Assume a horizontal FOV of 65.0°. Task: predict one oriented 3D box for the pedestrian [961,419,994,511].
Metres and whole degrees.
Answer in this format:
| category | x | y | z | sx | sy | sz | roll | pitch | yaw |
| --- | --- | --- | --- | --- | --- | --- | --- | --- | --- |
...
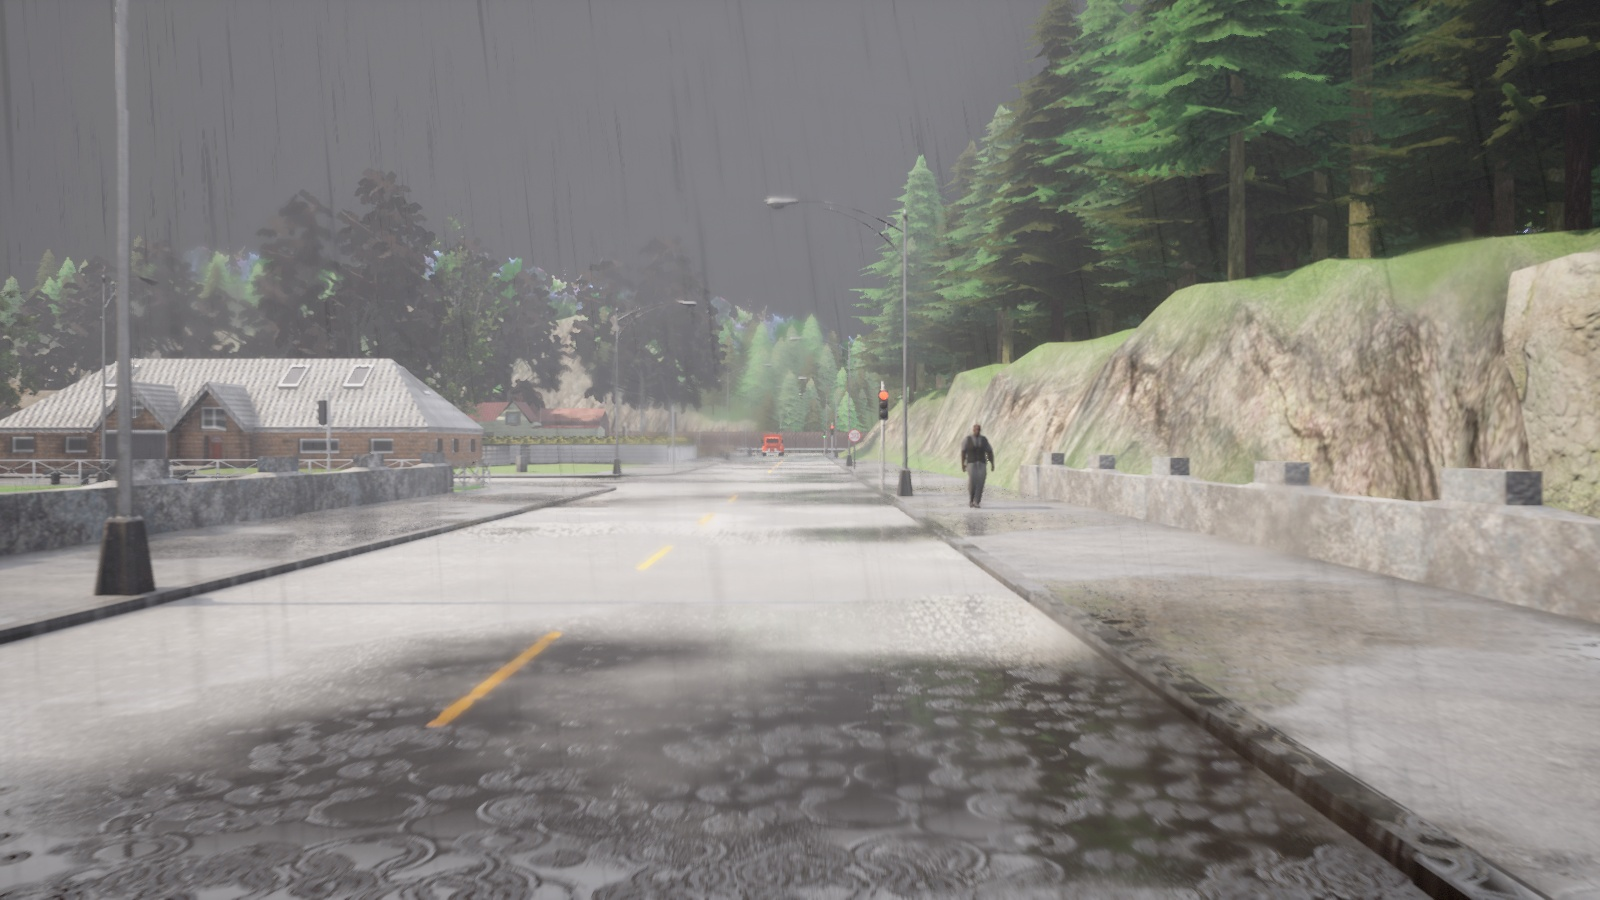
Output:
| category | x | y | z | sx | sy | sz | roll | pitch | yaw |
| --- | --- | --- | --- | --- | --- | --- | --- | --- | --- |
| pedestrian | 3.695 | 0.312 | 26.155 | 0.563 | 1.883 | 0.849 | 0 | 0 | 0 |
